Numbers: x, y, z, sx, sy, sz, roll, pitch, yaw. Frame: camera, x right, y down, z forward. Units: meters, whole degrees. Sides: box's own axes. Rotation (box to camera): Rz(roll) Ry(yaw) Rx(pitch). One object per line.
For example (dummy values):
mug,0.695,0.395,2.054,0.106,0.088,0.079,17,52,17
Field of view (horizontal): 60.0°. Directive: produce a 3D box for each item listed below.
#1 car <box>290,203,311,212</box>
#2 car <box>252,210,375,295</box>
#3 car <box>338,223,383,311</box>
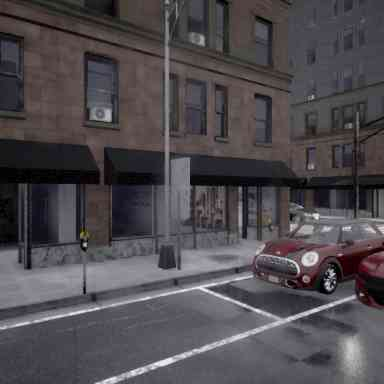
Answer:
car,7.071,1.537,24.623,2.128,1.511,4.902,0,0,-35
car,3.464,1.440,8.670,4.097,1.590,1.967,0,0,-36
car,5.347,1.477,6.898,5.008,1.535,1.882,0,0,-36
